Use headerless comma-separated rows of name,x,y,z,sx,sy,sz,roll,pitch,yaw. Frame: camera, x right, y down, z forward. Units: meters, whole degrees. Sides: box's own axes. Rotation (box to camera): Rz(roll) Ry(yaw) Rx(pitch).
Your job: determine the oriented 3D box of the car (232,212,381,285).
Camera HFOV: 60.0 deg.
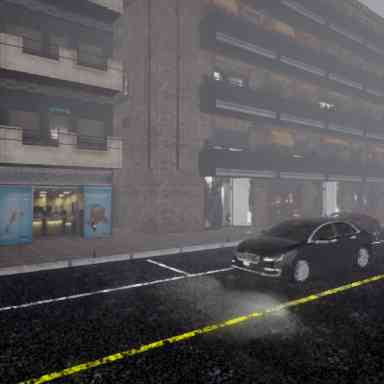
car,3.320,1.505,9.589,4.892,1.490,1.837,0,0,-35
